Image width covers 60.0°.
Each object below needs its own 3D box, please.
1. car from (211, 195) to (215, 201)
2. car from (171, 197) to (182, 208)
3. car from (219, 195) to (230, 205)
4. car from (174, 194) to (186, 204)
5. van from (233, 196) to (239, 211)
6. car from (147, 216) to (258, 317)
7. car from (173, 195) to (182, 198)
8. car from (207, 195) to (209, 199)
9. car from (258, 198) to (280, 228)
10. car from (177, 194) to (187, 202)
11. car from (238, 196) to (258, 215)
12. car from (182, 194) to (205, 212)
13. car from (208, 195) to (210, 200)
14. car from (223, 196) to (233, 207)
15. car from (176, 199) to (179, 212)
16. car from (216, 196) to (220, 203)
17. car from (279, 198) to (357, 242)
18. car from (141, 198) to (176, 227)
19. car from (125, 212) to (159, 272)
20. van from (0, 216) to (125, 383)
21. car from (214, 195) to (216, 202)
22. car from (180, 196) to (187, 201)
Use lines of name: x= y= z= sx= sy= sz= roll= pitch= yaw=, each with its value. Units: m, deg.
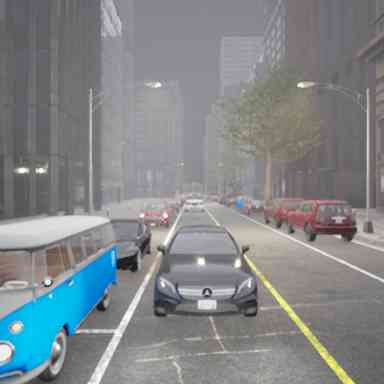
car: x=6.107 y=1.677 z=78.426 sx=1.947 sy=1.339 sz=4.313 roll=0 pitch=0 yaw=0
car: x=-2.368 y=1.600 z=38.952 sx=1.802 sy=1.307 sz=4.206 roll=0 pitch=0 yaw=0
car: x=6.135 y=1.611 z=55.867 sx=1.947 sy=1.339 sz=4.313 roll=0 pitch=0 yaw=0
car: x=-2.405 y=1.394 z=67.146 sx=2.192 sy=1.841 sz=5.009 roll=0 pitch=0 yaw=0
van: x=6.157 y=1.358 z=38.951 sx=1.690 sy=1.788 sz=3.998 roll=0 pitch=0 yaw=0
car: x=0.239 y=1.523 z=7.588 sx=1.812 sy=1.442 sz=4.674 roll=0 pitch=0 yaw=0
car: x=-2.383 y=1.557 z=50.059 sx=1.752 sy=1.417 sz=4.829 roll=0 pitch=0 yaw=0
car: x=6.085 y=1.609 z=95.346 sx=1.967 sy=1.590 sz=4.097 roll=0 pitch=0 yaw=0
car: x=6.178 y=1.318 z=22.031 sx=2.192 sy=1.841 sz=5.009 roll=0 pitch=0 yaw=0
car: x=-2.419 y=1.427 z=78.423 sx=2.192 sy=1.841 sz=5.009 roll=0 pitch=0 yaw=0
car: x=6.164 y=1.452 z=33.311 sx=1.967 sy=1.590 sz=4.097 roll=0 pitch=0 yaw=0
car: x=0.300 y=1.239 z=38.517 sx=2.150 sy=2.045 sz=5.566 roll=0 pitch=0 yaw=0
car: x=6.092 y=1.730 z=89.705 sx=1.802 sy=1.307 sz=4.206 roll=0 pitch=0 yaw=0
car: x=6.142 y=1.613 z=50.230 sx=1.802 sy=1.307 sz=4.206 roll=0 pitch=0 yaw=0
car: x=-2.354 y=1.553 z=27.673 sx=1.887 sy=1.381 sz=4.507 roll=0 pitch=0 yaw=0
car: x=6.127 y=1.377 z=61.508 sx=2.192 sy=1.841 sz=5.009 roll=0 pitch=0 yaw=0
car: x=6.185 y=1.314 z=16.393 sx=2.192 sy=1.841 sz=5.009 roll=0 pitch=0 yaw=0
car: x=-2.347 y=1.444 z=22.035 sx=1.967 sy=1.590 sz=4.097 roll=0 pitch=0 yaw=0
car: x=-2.333 y=1.563 z=10.756 sx=1.947 sy=1.339 sz=4.313 roll=0 pitch=0 yaw=0
van: x=-2.325 y=1.339 z=5.118 sx=1.690 sy=1.788 sz=3.998 roll=0 pitch=0 yaw=0
car: x=6.121 y=1.623 z=67.147 sx=1.887 sy=1.381 sz=4.507 roll=0 pitch=0 yaw=0
car: x=-2.441 y=1.735 z=95.339 sx=1.947 sy=1.339 sz=4.313 roll=0 pitch=0 yaw=0
